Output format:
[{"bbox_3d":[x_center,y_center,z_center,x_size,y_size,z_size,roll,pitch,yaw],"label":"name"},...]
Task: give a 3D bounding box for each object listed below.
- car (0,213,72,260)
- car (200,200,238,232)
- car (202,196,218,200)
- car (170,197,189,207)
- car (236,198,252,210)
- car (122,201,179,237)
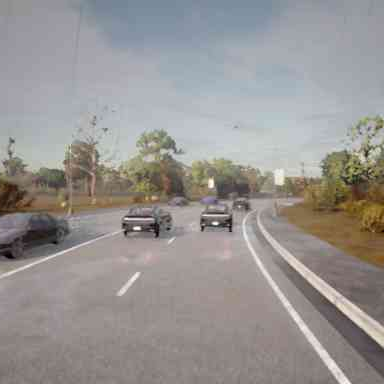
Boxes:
[{"bbox_3d":[-6.517,1.520,12.706,2.033,1.411,5.357,0,0,5],"label":"car"},{"bbox_3d":[1.600,1.479,20.368,2.128,1.511,4.902,0,0,8],"label":"car"},{"bbox_3d":[2.822,1.430,53.790,1.882,1.535,5.008,0,0,21],"label":"car"},{"bbox_3d":[-2.045,1.484,50.748,2.033,1.411,5.357,0,0,19],"label":"car"},{"bbox_3d":[6.334,1.488,41.918,1.837,1.490,4.892,0,0,17],"label":"car"},{"bbox_3d":[-2.264,1.470,17.772,2.128,1.511,4.902,0,0,6],"label":"car"}]
